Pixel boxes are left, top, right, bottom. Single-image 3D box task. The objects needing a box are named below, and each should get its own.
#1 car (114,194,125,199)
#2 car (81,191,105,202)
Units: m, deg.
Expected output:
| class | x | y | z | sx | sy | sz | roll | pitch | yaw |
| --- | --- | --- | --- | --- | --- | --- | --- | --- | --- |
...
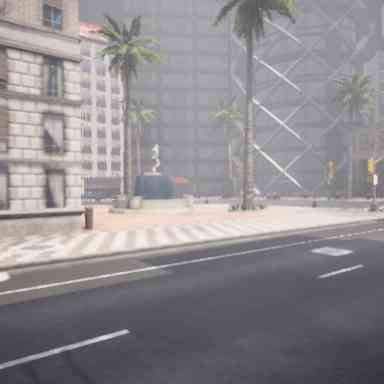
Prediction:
| class | x | y | z | sx | sy | sz | roll | pitch | yaw |
| --- | --- | --- | --- | --- | --- | --- | --- | --- | --- |
| car | -11.057 | 1.146 | 56.952 | 4.902 | 1.511 | 2.128 | -1 | 0 | 0 |
| car | -19.518 | 0.923 | 63.297 | 5.566 | 2.045 | 2.150 | -1 | 0 | -10 |
